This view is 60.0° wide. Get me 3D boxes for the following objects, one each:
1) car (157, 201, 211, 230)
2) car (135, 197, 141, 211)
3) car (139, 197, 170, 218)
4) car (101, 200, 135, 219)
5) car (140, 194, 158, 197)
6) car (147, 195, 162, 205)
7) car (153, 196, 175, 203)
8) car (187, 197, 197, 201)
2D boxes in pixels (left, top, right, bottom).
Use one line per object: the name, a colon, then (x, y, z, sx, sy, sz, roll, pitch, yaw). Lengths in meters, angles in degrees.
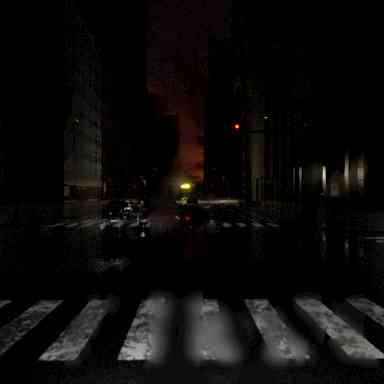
car: (-0.161, 1.558, 21.400, 2.033, 1.411, 5.357, 0, 0, 16)
car: (-6.648, 1.621, 38.855, 1.895, 1.301, 4.718, 0, 0, 0)
car: (-3.385, 1.493, 30.883, 1.882, 1.535, 5.008, 0, 0, 0)
car: (-6.651, 1.520, 29.592, 1.837, 1.490, 4.892, 0, 0, 1)
car: (-6.654, 1.247, 48.766, 2.150, 2.045, 5.566, 0, 0, 0)
car: (-6.633, 1.384, 59.028, 2.097, 1.767, 4.553, 0, 0, -1)
car: (-3.404, 1.546, 40.164, 1.812, 1.442, 4.674, 0, 0, 0)
car: (0.009, 1.600, 64.880, 1.994, 1.385, 4.181, 0, 0, 0)
